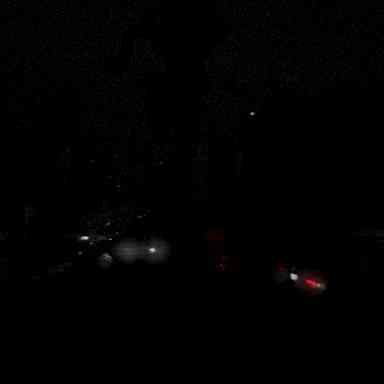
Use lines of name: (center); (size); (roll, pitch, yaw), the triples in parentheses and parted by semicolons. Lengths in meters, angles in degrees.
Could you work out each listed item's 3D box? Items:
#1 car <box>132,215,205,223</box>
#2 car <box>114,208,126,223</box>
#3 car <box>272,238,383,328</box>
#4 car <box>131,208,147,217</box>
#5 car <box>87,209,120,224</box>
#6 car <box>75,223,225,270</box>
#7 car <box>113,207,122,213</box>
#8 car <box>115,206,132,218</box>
car: (-0.734, 2.264, 18.153); (4.892, 1.490, 1.837); (1, 1, 30)
car: (-8.952, 2.908, 37.933); (2.033, 1.411, 5.357); (1, -2, -10)
car: (4.410, 1.671, 6.776); (5.357, 1.411, 2.033); (0, -3, -9)
car: (-6.755, 3.121, 42.970); (1.994, 1.385, 4.181); (1, -2, -9)
car: (-7.355, 2.468, 27.378); (1.882, 1.535, 5.008); (1, -2, -7)
car: (-1.491, 2.047, 12.569); (5.357, 1.411, 2.033); (0, -3, -9)
car: (-19.165, 4.563, 85.584); (1.752, 1.417, 4.829); (2, -2, -9)
car: (-11.547, 3.505, 54.916); (2.033, 1.411, 5.357); (1, -2, -8)
